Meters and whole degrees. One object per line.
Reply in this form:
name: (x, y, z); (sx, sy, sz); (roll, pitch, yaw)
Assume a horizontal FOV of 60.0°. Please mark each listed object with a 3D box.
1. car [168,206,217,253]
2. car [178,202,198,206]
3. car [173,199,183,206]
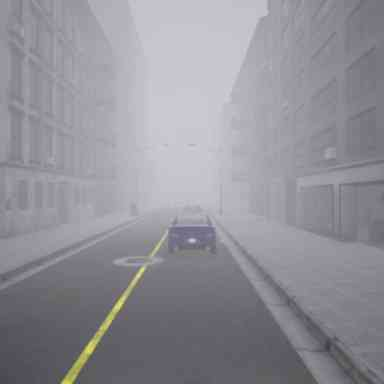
car: (0.015, 1.616, 14.481); (1.882, 1.535, 5.008); (0, 0, 0)
car: (0.025, 1.843, 29.305); (1.994, 1.385, 4.181); (0, 0, 0)
car: (-2.955, 2.228, 71.791); (1.994, 1.385, 4.181); (0, -1, 0)
